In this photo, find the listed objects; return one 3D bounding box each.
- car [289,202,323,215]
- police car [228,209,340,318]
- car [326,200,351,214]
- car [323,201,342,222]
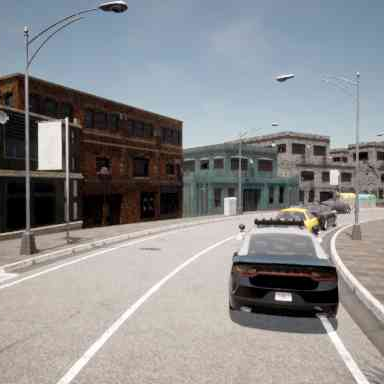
[{"bbox_3d":[5.186,1.471,16.560,1.801,1.575,5.366,1,0,26],"label":"car"},{"bbox_3d":[2.003,1.428,7.706,1.930,1.638,5.238,0,0,13],"label":"police car"},{"bbox_3d":[14.439,1.581,34.522,5.357,1.411,2.033,0,1,-39],"label":"car"},{"bbox_3d":[7.923,1.536,21.234,1.837,1.490,4.892,1,0,34],"label":"car"}]
